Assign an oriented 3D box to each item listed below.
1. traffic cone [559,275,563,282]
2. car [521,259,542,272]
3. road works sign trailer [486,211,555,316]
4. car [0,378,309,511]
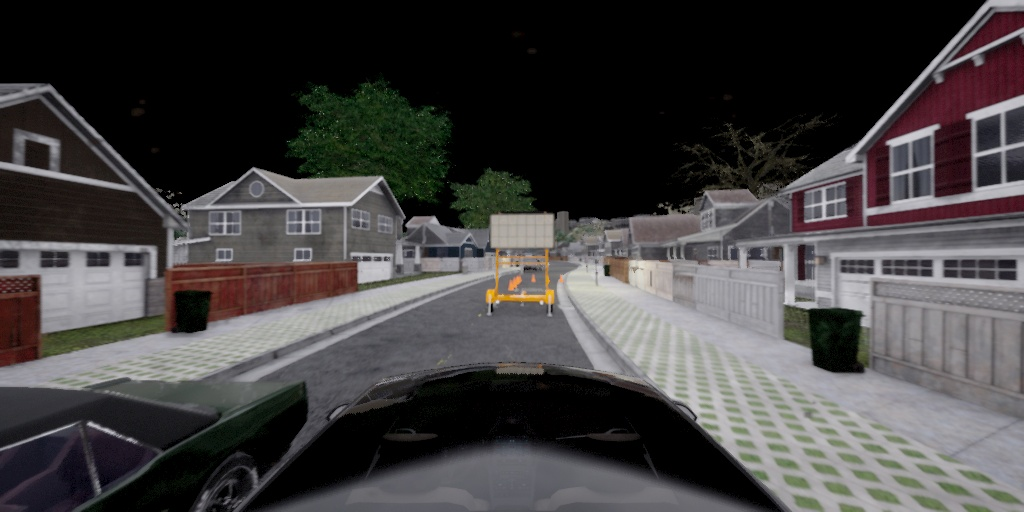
[{"bbox_3d":[3.549,1.593,25.946,0.340,0.580,0.340,0,0,6],"label":"traffic cone"},{"bbox_3d":[2.316,1.093,42.233,1.837,1.490,4.892,0,0,14],"label":"car"},{"bbox_3d":[0.377,0.155,13.207,2.380,3.560,2.880,0,0,6],"label":"road works sign trailer"},{"bbox_3d":[-2.796,1.348,1.038,1.895,1.301,4.718,0,0,0],"label":"car"}]
